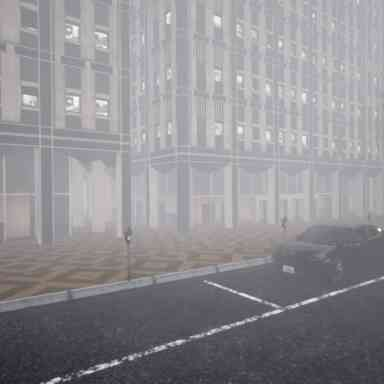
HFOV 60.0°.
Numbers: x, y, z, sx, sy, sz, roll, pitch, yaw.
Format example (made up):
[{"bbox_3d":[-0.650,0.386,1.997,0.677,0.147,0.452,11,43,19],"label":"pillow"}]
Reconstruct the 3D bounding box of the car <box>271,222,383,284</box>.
[{"bbox_3d":[4.181,1.564,9.579,4.313,1.339,1.947,0,-1,-36],"label":"car"}]
